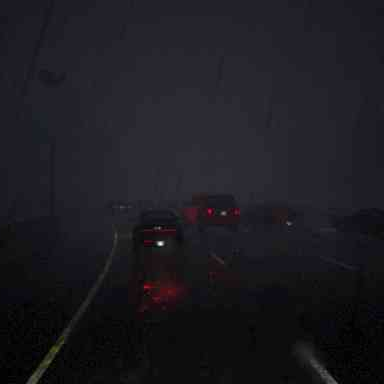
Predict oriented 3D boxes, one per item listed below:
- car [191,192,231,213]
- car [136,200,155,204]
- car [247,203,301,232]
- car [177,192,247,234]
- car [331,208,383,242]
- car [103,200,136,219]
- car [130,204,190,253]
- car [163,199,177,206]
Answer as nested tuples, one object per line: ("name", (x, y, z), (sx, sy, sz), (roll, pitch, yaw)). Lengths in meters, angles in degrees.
("car", (1.956, 1.059, 36.772), (2.150, 2.045, 5.566), (0, 0, -24))
("car", (-5.268, 1.467, 35.692), (1.895, 1.301, 4.718), (0, 0, -26))
("car", (4.393, 1.396, 19.234), (2.128, 1.511, 4.902), (0, 0, -13))
("car", (0.922, 1.138, 19.033), (2.150, 2.045, 5.566), (0, 0, -14))
("car", (8.832, 1.452, 15.591), (2.033, 1.411, 5.357), (0, 0, -11))
("car", (-7.275, 1.436, 31.918), (2.033, 1.411, 5.357), (0, 0, -25))
("car", (-1.484, 1.452, 13.482), (1.837, 1.490, 4.892), (0, 0, -10))
("car", (-1.569, 1.453, 36.086), (1.895, 1.301, 4.718), (0, 0, -25))
